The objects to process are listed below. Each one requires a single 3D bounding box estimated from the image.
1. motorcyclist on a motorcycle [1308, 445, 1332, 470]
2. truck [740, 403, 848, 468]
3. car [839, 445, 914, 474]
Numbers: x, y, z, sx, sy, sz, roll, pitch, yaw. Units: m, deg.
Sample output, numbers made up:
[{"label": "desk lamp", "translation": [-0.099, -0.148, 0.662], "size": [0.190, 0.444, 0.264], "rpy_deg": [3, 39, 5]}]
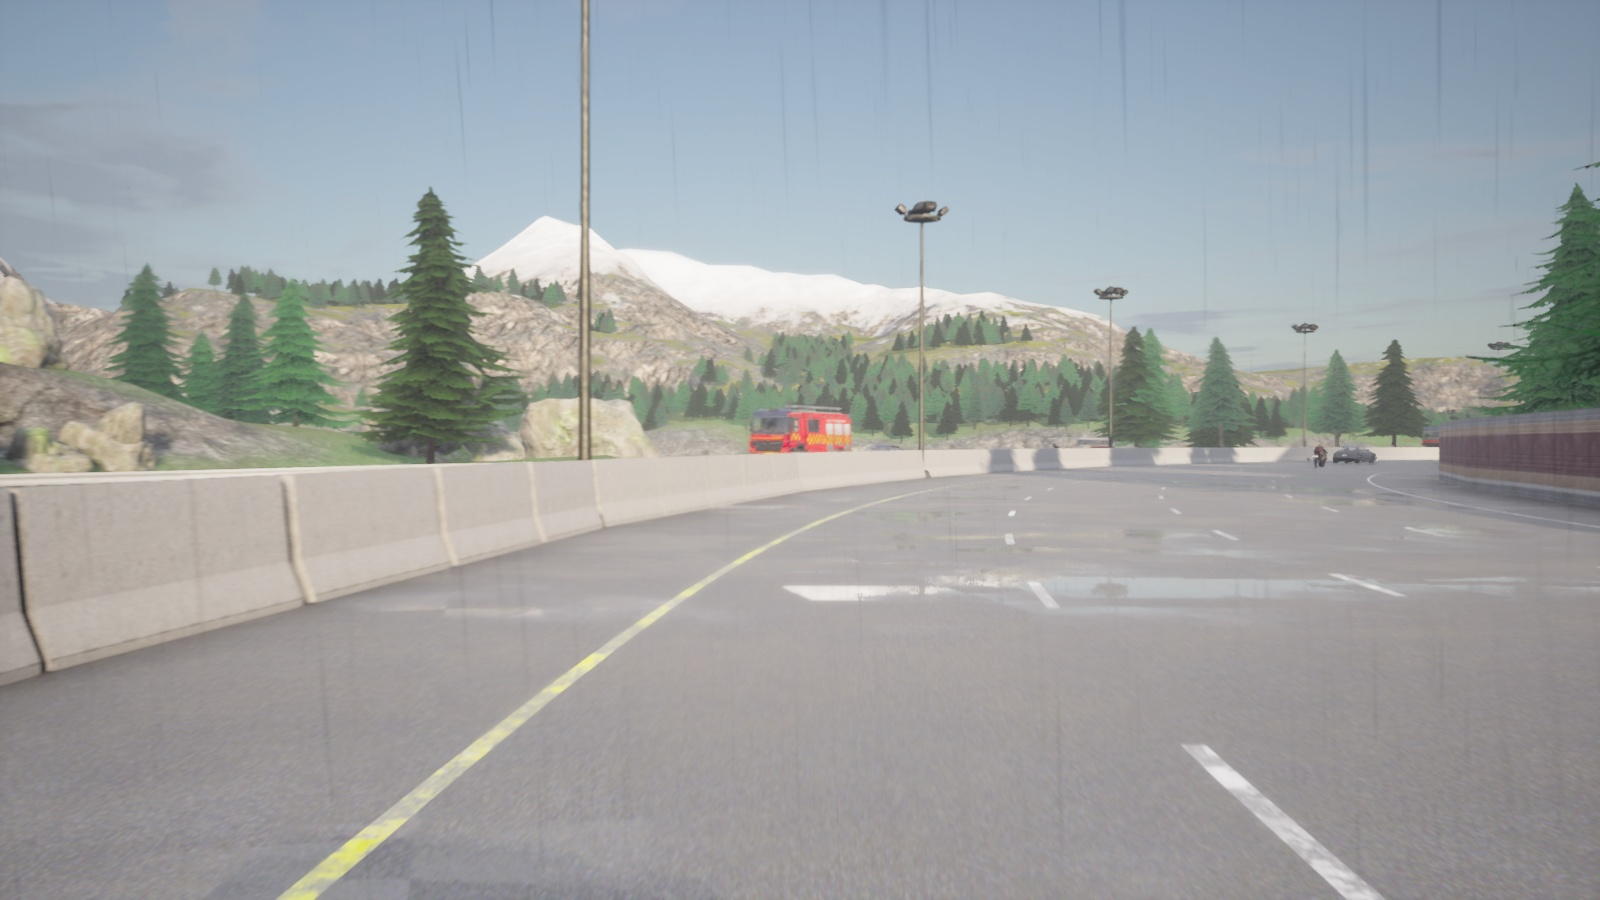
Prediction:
[{"label": "motorcyclist on a motorcycle", "translation": [32.151, 0.459, 77.653], "size": [0.866, 1.530, 2.191], "rpy_deg": [1, 1, 35]}, {"label": "truck", "translation": [-0.246, -0.859, 78.709], "size": [2.891, 3.827, 8.468], "rpy_deg": [0, 0, 29]}, {"label": "car", "translation": [3.952, 0.450, 63.964], "size": [2.033, 1.411, 5.357], "rpy_deg": [0, 0, 25]}]
